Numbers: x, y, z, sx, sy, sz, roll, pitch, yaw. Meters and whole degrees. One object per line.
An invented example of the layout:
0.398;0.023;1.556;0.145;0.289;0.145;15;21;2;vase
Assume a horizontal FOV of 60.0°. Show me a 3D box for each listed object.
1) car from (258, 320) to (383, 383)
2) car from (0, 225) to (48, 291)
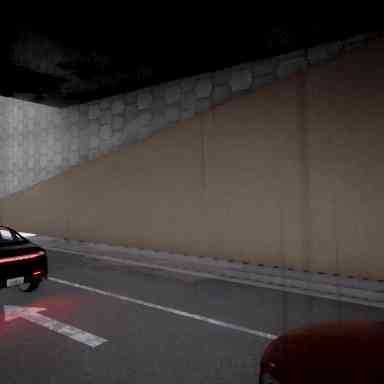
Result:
2.676;1.526;1.975;4.674;1.442;1.812;0;0;36;car
-5.331;1.492;7.745;4.902;1.511;2.128;0;0;35;car
